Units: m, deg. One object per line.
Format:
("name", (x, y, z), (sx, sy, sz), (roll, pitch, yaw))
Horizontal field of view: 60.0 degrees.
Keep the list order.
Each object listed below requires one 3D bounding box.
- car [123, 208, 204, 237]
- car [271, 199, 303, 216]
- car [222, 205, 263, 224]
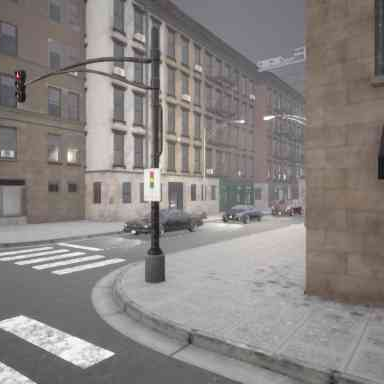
("car", (-1.391, 1.631, 18.870), (2.033, 1.411, 5.357), (0, 0, 35))
("car", (9.985, 1.539, 34.792), (2.097, 1.767, 4.553), (0, 0, 35))
("car", (4.065, 1.696, 26.509), (1.994, 1.385, 4.181), (0, 0, 36))
